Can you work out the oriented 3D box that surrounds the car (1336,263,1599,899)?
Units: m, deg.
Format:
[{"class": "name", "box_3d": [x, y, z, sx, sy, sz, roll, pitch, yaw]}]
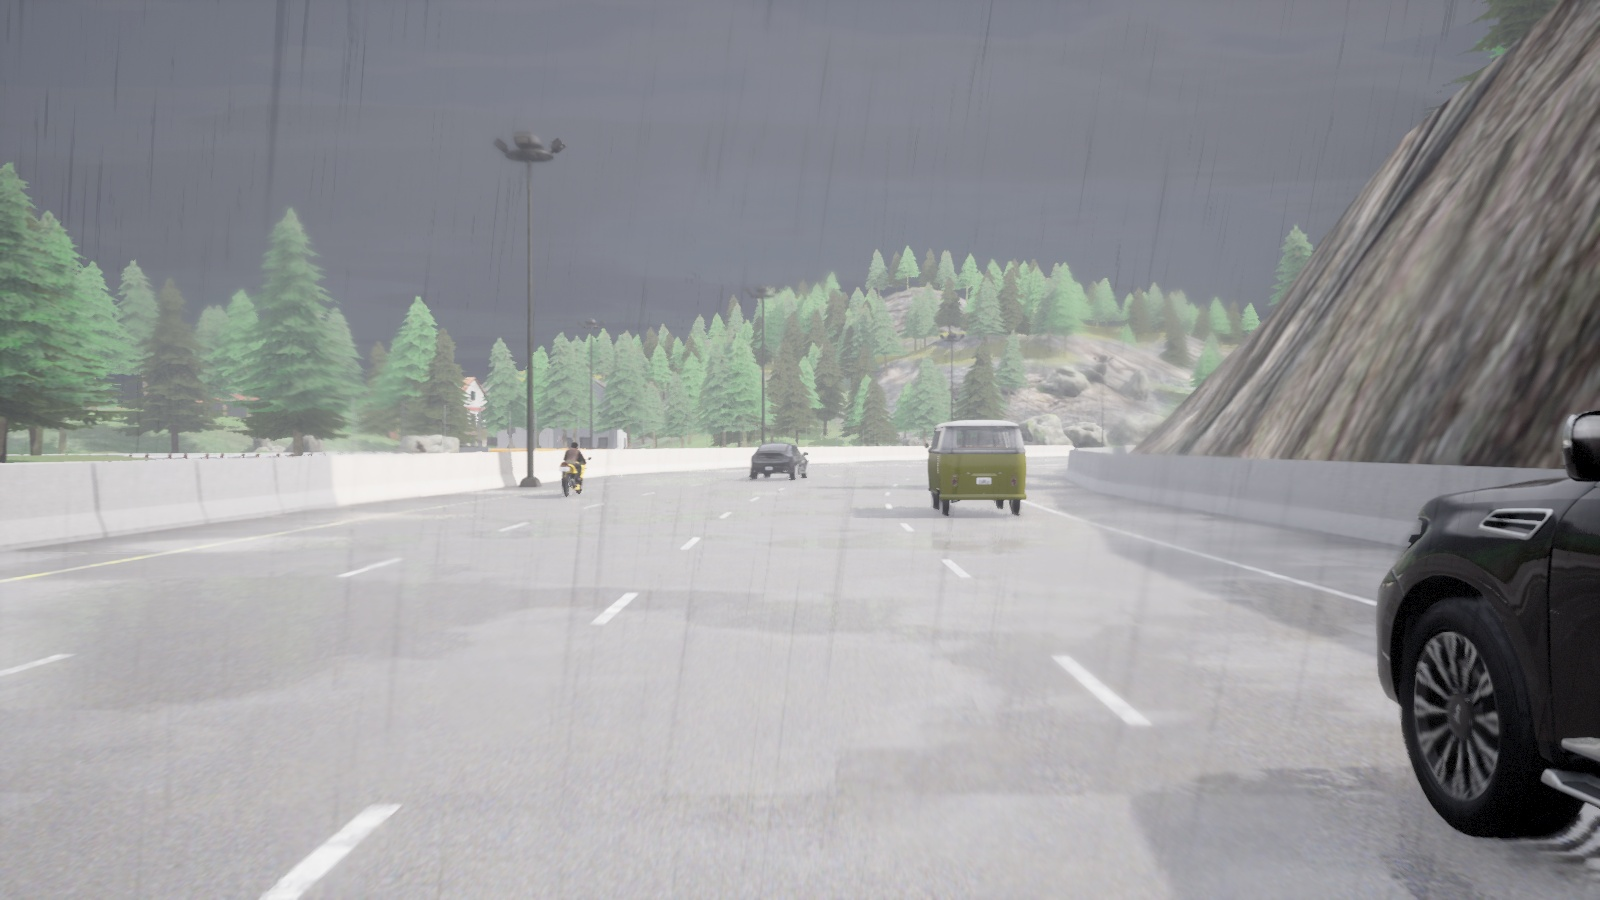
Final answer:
[{"class": "car", "box_3d": [3.533, 0.452, 2.997, 2.150, 2.045, 5.566, 0, 0, 0]}]

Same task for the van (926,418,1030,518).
[{"class": "van", "box_3d": [3.771, 0.350, 27.270, 1.775, 1.987, 4.442, 0, 0, 2]}]

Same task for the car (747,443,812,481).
[{"class": "car", "box_3d": [-0.788, 0.462, 51.837, 1.837, 1.490, 4.892, 0, 0, 9]}]

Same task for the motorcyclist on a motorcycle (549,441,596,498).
[{"class": "motorcyclist on a motorcycle", "box_3d": [-6.351, 0.527, 35.205, 0.797, 1.523, 2.044, 1, 0, 4]}]
